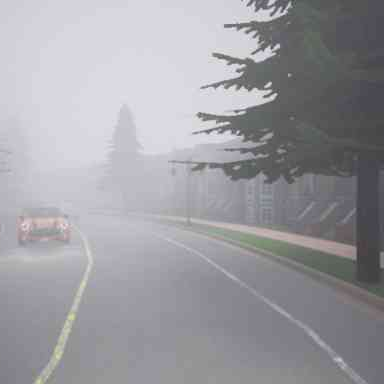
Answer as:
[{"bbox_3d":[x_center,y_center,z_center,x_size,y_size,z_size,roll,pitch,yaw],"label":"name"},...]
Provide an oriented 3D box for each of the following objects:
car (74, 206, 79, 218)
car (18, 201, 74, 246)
[{"bbox_3d":[-12.341,1.773,31.837,1.812,1.442,4.674,0,-1,-38],"label":"car"},{"bbox_3d":[-7.181,1.479,16.263,2.097,1.767,4.553,0,0,-24],"label":"car"}]
